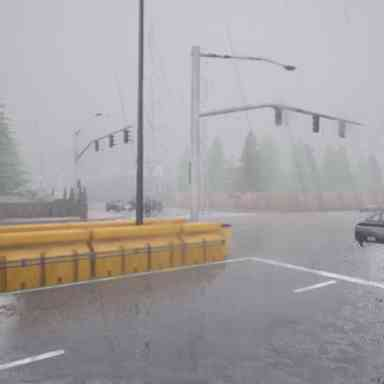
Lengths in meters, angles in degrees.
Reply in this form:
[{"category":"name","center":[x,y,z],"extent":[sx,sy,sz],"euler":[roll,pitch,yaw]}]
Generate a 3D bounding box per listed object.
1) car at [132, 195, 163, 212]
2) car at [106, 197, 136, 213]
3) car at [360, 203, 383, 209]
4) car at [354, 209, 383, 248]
[{"category":"car","center":[-5.873,1.427,42.019],"extent":[2.150,2.045,5.566],"euler":[1,0,-39]},{"category":"car","center":[-8.831,1.661,40.219],"extent":[2.128,1.511,4.902],"euler":[1,0,-36]},{"category":"car","center":[22.813,2.014,41.741],"extent":[4.181,1.385,1.994],"euler":[1,0,-35]},{"category":"car","center":[9.022,1.656,14.483],"extent":[4.902,1.511,2.128],"euler":[1,0,-35]}]
